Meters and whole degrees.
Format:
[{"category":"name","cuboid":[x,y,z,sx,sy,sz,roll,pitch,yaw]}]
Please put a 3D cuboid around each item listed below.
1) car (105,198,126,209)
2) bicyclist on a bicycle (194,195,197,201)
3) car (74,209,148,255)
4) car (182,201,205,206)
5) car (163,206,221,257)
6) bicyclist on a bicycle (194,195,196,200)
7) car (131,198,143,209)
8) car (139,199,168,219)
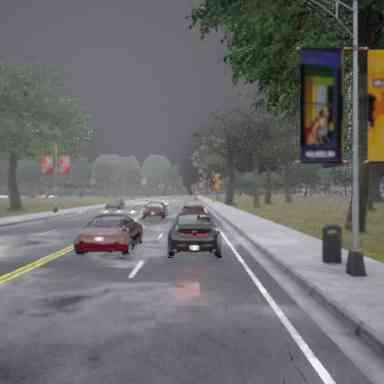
[{"category":"car","cuboid":[-9.831,1.539,42.836,1.837,1.490,4.892,0,0,0]},{"category":"bicyclist on a bicycle","cuboid":[0.907,1.537,85.789,0.866,1.612,1.509,0,0,0]},{"category":"car","cuboid":[-3.160,1.574,13.350,1.994,1.385,4.181,0,0,0]},{"category":"car","cuboid":[0.096,1.500,29.706,1.882,1.535,5.008,0,0,0]},{"category":"car","cuboid":[0.090,1.515,12.961,1.837,1.490,4.892,0,0,0]},{"category":"bicyclist on a bicycle","cuboid":[0.913,1.566,94.792,0.582,1.620,1.656,0,0,0]},{"category":"car","cuboid":[-6.581,1.560,42.653,1.812,1.442,4.674,0,0,0]},{"category":"car","cuboid":[-3.156,1.548,29.051,1.812,1.442,4.674,0,0,0]}]
